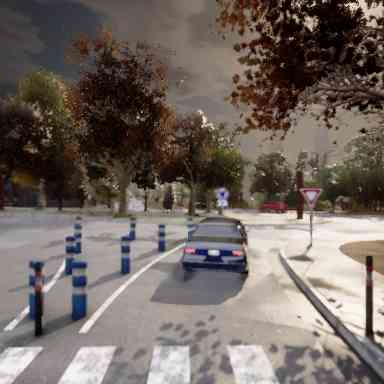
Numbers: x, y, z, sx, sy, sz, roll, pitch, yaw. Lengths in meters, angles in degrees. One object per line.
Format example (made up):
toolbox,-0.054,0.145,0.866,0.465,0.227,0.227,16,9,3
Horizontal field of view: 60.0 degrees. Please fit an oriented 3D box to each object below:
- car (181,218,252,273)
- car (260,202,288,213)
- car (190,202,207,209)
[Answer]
car,0.925,1.540,10.655,2.033,1.411,5.357,1,0,9
car,15.738,2.903,64.286,2.150,2.045,5.566,0,0,-41
car,1.972,3.174,79.668,2.097,1.767,4.553,0,-2,-20
